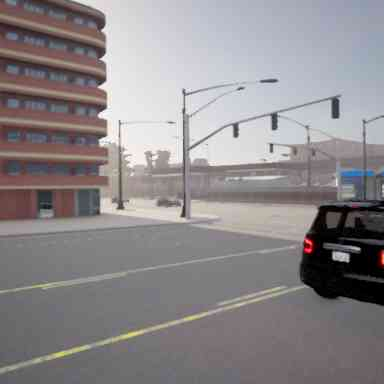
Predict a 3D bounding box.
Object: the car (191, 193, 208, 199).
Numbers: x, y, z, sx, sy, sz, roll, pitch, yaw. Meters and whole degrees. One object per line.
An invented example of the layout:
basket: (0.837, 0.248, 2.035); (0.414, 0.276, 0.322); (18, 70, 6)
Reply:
car: (2.564, 0.846, 79.316); (3.806, 1.475, 1.970); (-1, 1, -36)

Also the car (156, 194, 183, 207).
car: (-3.296, 1.338, 46.337); (1.812, 1.442, 4.674); (-1, 1, -37)

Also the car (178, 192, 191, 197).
car: (-1.437, 0.699, 83.509); (4.611, 1.667, 2.242); (-1, 1, -36)

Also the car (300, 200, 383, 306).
car: (4.689, 1.189, 7.175); (5.566, 2.045, 2.150); (0, 0, -36)

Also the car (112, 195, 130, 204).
car: (-12.618, 1.321, 58.754); (1.837, 1.490, 4.892); (-1, 1, -37)
